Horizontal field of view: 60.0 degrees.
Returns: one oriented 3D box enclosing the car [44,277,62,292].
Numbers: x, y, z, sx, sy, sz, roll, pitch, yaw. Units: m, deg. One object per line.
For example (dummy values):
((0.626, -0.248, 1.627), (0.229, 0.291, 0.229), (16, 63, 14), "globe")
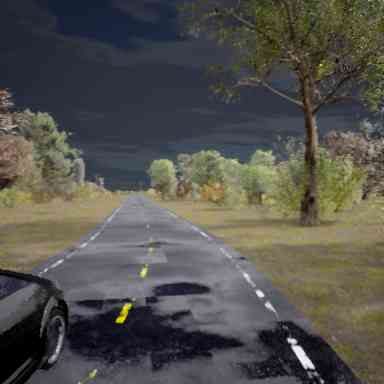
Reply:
((-2.663, 1.390, 2.726), (1.994, 1.385, 4.181), (0, 0, 2), "car")
